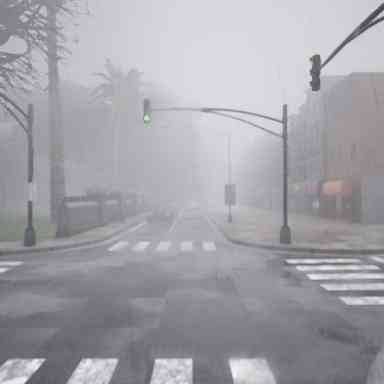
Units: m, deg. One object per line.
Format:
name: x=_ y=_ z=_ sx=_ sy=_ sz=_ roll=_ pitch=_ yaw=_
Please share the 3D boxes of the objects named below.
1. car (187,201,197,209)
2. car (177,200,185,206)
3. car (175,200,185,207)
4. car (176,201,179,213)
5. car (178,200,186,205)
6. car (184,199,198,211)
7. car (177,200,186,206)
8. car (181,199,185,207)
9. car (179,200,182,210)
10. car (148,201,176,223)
car: x=0.001 y=2.360 z=62.948 sx=1.812 sy=1.442 sz=4.674 roll=0 pitch=-1 yaw=0
car: x=-2.643 y=2.647 z=79.614 sx=1.887 sy=1.381 sz=4.507 roll=0 pitch=-1 yaw=0
car: x=-2.643 y=2.553 z=73.926 sx=1.887 sy=1.381 sz=4.507 roll=0 pitch=-1 yaw=0
car: x=-2.640 y=1.854 z=34.111 sx=1.967 sy=1.590 sz=4.097 roll=0 pitch=-1 yaw=0
car: x=-2.643 y=2.861 z=90.989 sx=1.947 sy=1.339 sz=4.313 roll=-1 pitch=-1 yaw=0
car: x=0.001 y=2.207 z=52.945 sx=1.812 sy=1.442 sz=4.674 roll=0 pitch=-1 yaw=0
car: x=-2.643 y=2.749 z=85.302 sx=2.008 sy=1.369 sz=4.403 roll=-1 pitch=-1 yaw=0
car: x=-2.642 y=2.291 z=56.862 sx=2.008 sy=1.369 sz=4.403 roll=0 pitch=-1 yaw=0
car: x=-2.641 y=2.154 z=45.486 sx=1.802 sy=1.307 sz=4.206 roll=0 pitch=-1 yaw=0
car: x=-2.641 y=1.778 z=28.423 sx=1.967 sy=1.590 sz=4.097 roll=0 pitch=-1 yaw=0
